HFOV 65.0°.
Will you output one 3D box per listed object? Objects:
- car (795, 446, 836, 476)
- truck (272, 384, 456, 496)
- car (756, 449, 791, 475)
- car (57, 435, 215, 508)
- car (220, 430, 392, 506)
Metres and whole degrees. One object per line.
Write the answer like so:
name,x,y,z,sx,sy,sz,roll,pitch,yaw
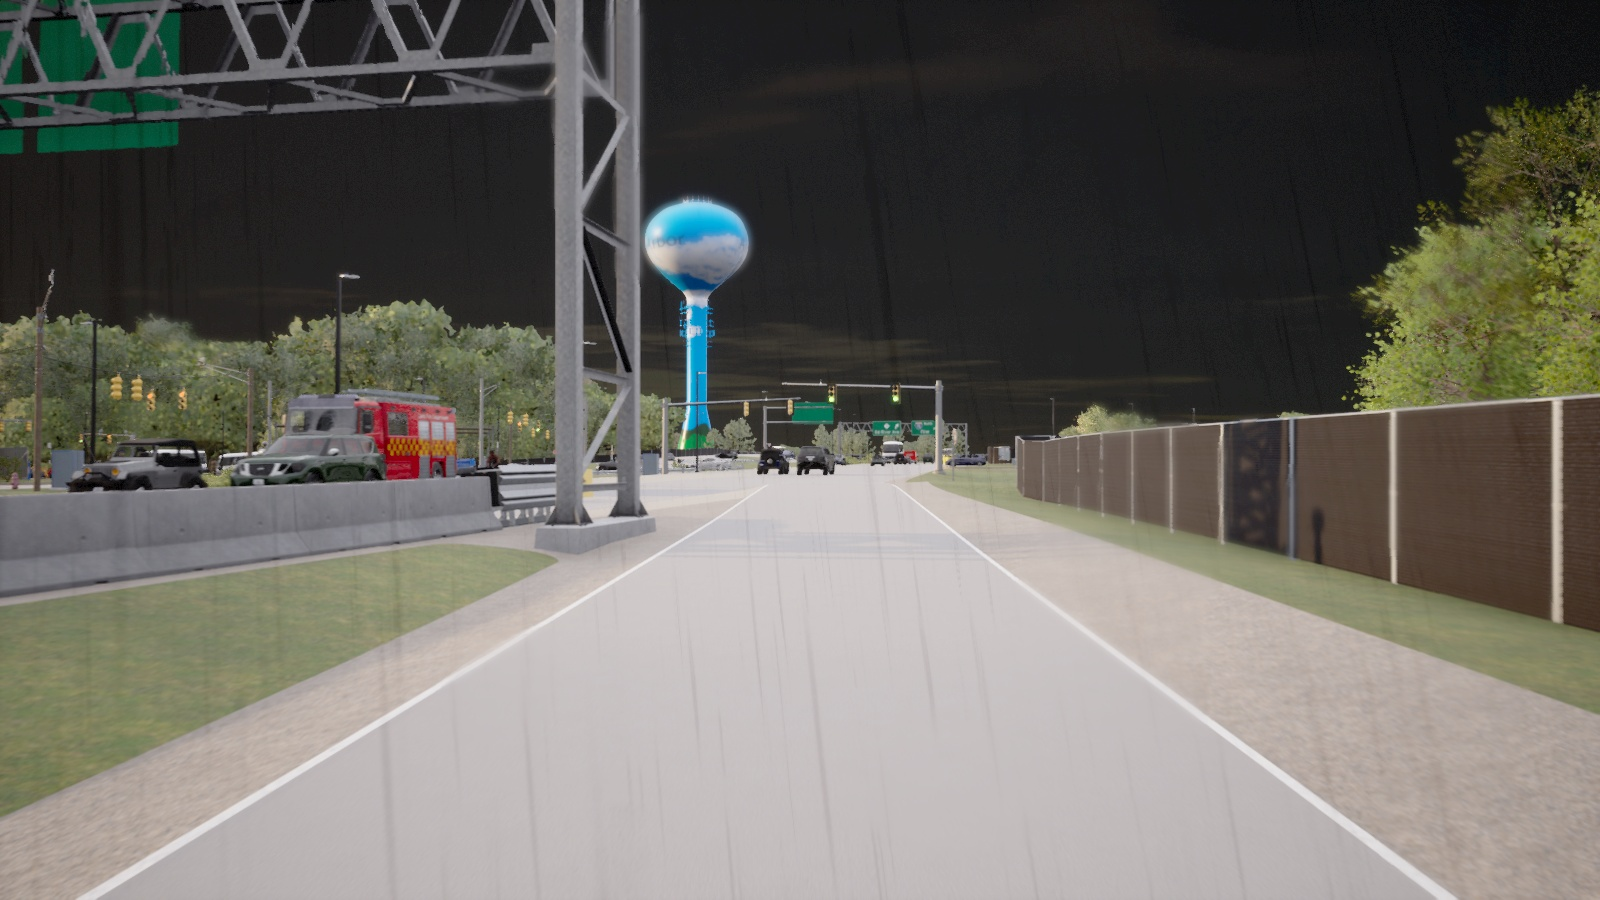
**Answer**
car,1.164,0.759,89.116,2.150,2.045,5.566,0,0,9
truck,-16.120,-0.319,47.245,2.891,3.827,8.468,0,0,9
car,-1.926,0.858,91.976,1.905,1.878,3.866,0,0,9
car,-18.140,0.576,34.514,1.905,1.878,3.866,0,0,9
car,-14.254,0.504,36.667,2.150,2.045,5.566,0,0,9
